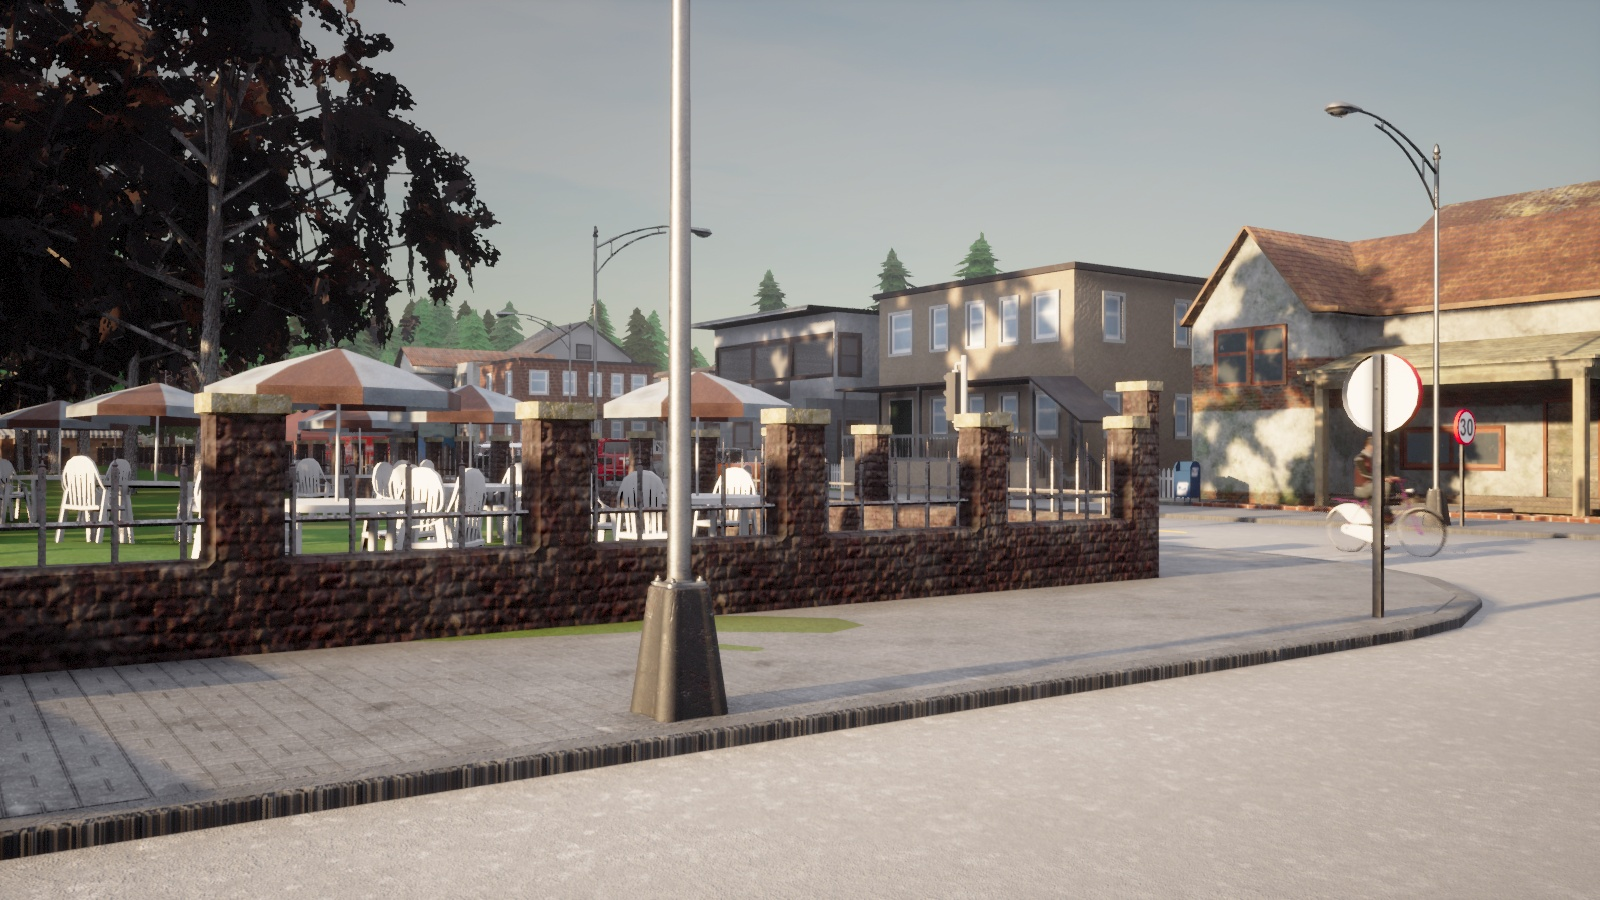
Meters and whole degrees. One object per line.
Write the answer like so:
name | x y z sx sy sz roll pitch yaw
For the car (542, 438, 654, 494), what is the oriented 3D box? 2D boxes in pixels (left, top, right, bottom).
car | -7.976 0.601 49.126 2.150 2.045 5.566 0 0 -35

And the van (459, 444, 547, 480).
van | -17.122 0.682 72.392 4.480 2.038 2.069 0 0 -36

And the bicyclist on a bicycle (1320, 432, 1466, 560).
bicyclist on a bicycle | 8.648 0.642 18.387 0.659 1.776 1.843 0 0 -35

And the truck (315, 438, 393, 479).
truck | -27.610 0.507 77.647 2.627 2.467 5.204 -1 0 -44

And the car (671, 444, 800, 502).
car | -2.155 0.708 40.806 2.097 1.767 4.553 0 0 -35
